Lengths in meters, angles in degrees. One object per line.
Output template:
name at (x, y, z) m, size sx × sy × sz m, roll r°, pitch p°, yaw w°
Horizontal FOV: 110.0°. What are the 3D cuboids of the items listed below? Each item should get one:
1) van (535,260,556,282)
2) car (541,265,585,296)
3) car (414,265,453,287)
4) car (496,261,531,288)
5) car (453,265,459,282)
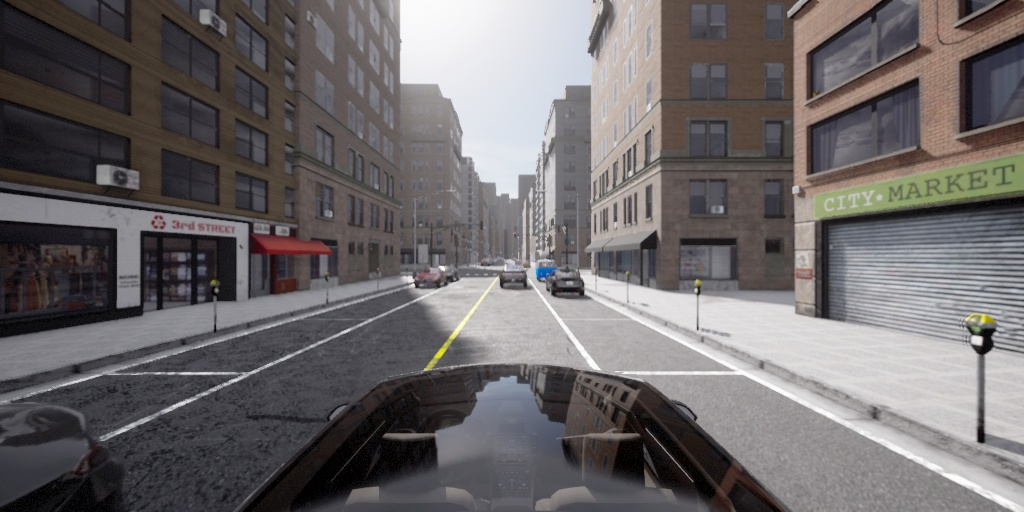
van at (2.897, 1.238, 30.810) m, size 1.690 × 1.789 × 3.998 m, roll 0°, pitch 0°, yaw 0°
car at (2.882, 1.407, 19.913) m, size 1.948 × 1.339 × 4.313 m, roll 0°, pitch 0°, yaw 0°
car at (-5.635, 1.451, 25.361) m, size 1.802 × 1.307 × 4.207 m, roll 0°, pitch 0°, yaw 0°
car at (0.105, 1.360, 25.267) m, size 2.128 × 1.511 × 4.902 m, roll 0°, pitch 0°, yaw 0°
car at (-5.628, 1.462, 30.812) m, size 1.948 × 1.339 × 4.313 m, roll 0°, pitch 0°, yaw 0°
